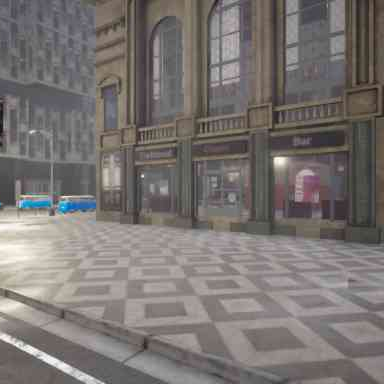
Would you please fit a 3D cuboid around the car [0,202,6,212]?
[{"bbox_3d":[-21.822,1.513,34.550,2.008,1.369,4.403,0,0,36],"label":"car"}]

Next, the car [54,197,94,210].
[{"bbox_3d":[-15.375,1.466,43.544,1.752,1.417,4.829,0,0,36],"label":"car"}]

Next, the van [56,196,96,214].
[{"bbox_3d":[-11.619,1.282,34.150,1.690,1.788,3.998,0,0,36],"label":"van"}]

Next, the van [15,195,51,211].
[{"bbox_3d":[-18.549,1.292,39.116,1.690,1.788,3.998,0,0,36],"label":"van"}]
